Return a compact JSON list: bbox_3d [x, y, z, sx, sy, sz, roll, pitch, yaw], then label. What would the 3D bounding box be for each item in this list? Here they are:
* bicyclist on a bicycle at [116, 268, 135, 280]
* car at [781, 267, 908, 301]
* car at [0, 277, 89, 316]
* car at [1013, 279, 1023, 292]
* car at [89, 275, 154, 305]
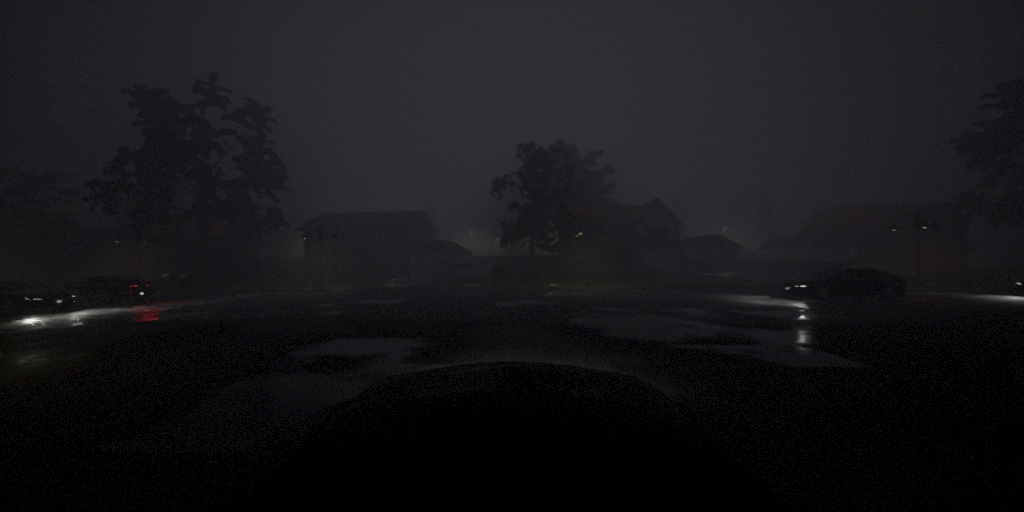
[{"bbox_3d":[-28.918,1.741,26.855,0.582,1.620,1.656,-1,0,4],"label":"bicyclist on a bicycle"},{"bbox_3d":[15.652,1.292,17.075,4.892,1.490,1.837,0,0,4],"label":"car"},{"bbox_3d":[-22.293,1.777,15.904,4.892,1.490,1.837,-1,0,4],"label":"car"},{"bbox_3d":[26.772,1.183,16.313,5.357,1.411,2.033,-1,0,4],"label":"car"},{"bbox_3d":[-22.363,1.804,19.548,4.892,1.490,1.837,-1,-1,5],"label":"car"}]
